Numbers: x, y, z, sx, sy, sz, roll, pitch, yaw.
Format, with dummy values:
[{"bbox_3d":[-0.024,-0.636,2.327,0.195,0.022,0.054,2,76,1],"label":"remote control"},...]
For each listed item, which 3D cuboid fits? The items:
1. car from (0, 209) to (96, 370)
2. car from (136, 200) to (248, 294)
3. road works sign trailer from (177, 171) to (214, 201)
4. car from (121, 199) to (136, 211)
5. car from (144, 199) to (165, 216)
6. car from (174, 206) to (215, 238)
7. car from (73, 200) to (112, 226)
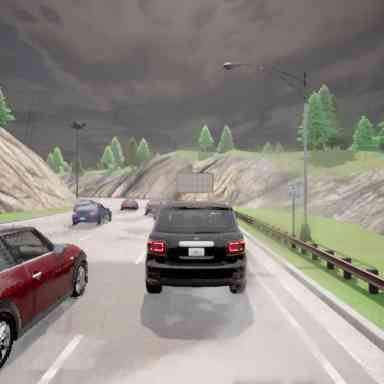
[{"bbox_3d":[-3.404,1.353,5.706,2.097,1.767,4.553,0,0,0],"label":"car"},{"bbox_3d":[0.092,1.221,8.946,2.150,2.045,5.566,0,0,0],"label":"car"},{"bbox_3d":[0.199,0.464,21.658,2.380,3.560,2.880,0,0,0],"label":"road works sign trailer"},{"bbox_3d":[-7.850,1.561,41.889,1.994,1.385,4.181,0,0,-7],"label":"car"},{"bbox_3d":[-3.652,1.525,33.422,1.812,1.442,4.674,0,0,-3],"label":"car"},{"bbox_3d":[0.103,1.558,18.161,1.994,1.385,4.181,0,0,0],"label":"car"},{"bbox_3d":[-6.921,1.526,23.288,1.812,1.442,4.674,0,0,0],"label":"car"}]
